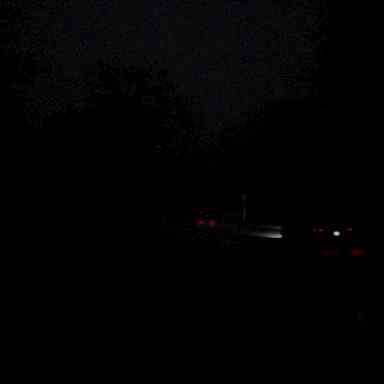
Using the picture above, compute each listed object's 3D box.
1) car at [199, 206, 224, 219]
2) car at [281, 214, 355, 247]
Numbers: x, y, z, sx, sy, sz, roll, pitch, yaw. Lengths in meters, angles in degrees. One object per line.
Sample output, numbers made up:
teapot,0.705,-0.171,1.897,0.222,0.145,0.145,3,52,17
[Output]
car,2.223,2.190,36.175,1.895,1.301,4.718,-1,-1,16
car,5.916,1.767,16.125,1.994,1.385,4.181,0,-1,-7
